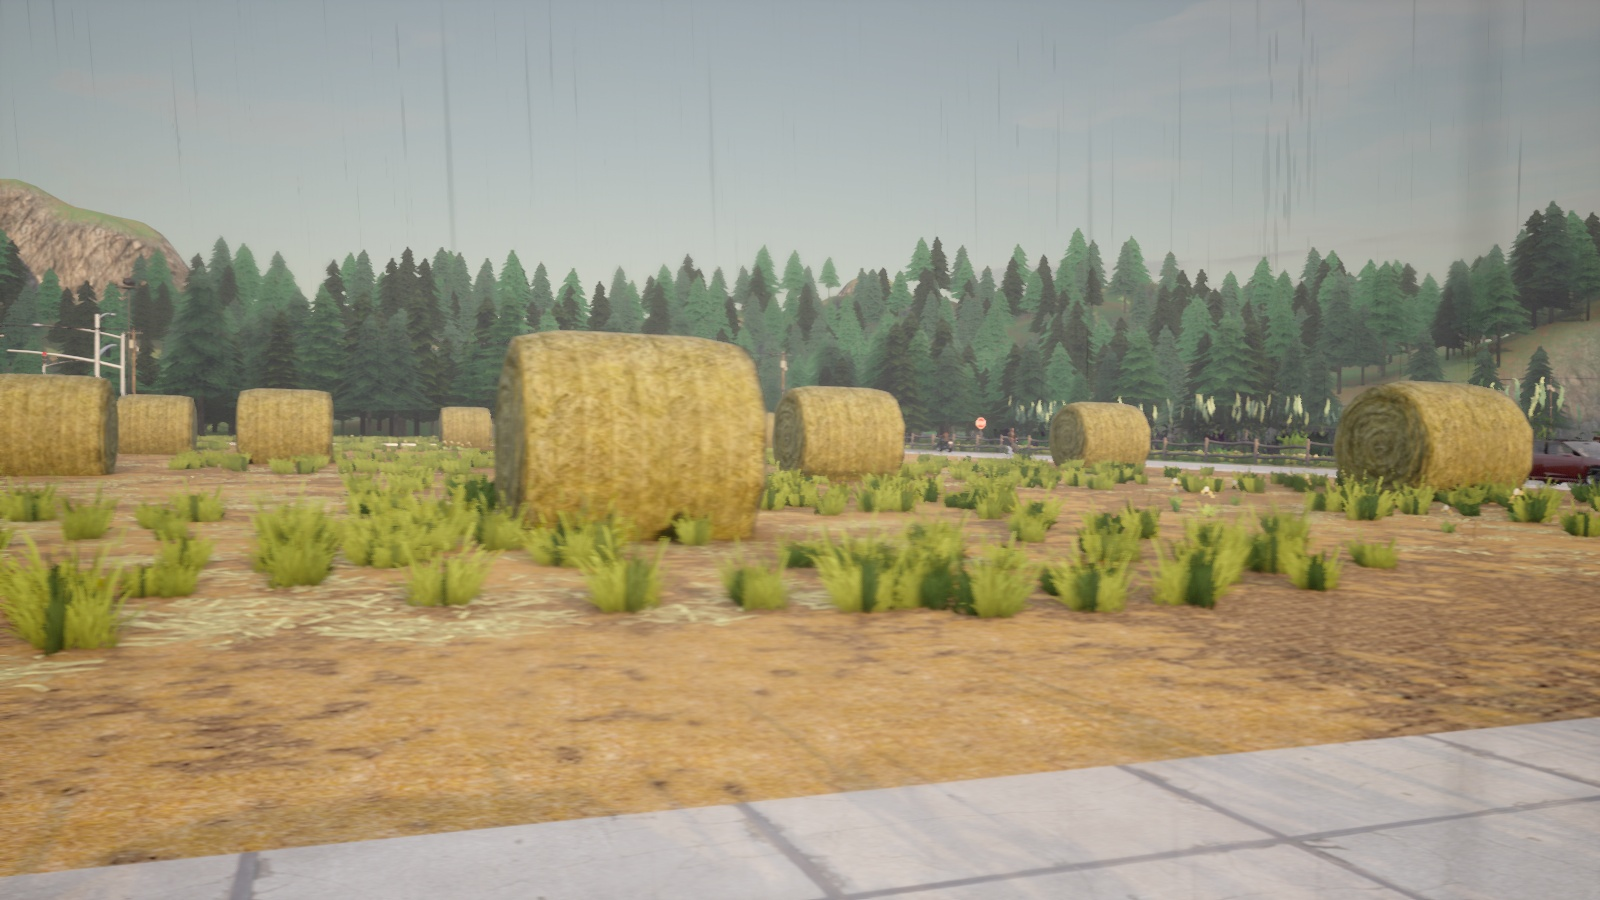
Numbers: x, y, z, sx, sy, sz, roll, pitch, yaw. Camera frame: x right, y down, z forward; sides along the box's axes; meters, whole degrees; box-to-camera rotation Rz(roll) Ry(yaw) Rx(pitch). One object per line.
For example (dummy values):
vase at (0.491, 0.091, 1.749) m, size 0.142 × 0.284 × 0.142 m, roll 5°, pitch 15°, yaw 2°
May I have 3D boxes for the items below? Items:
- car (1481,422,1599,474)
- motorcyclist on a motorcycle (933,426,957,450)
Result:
car at (23.410, -0.095, 37.954) m, size 2.163 × 1.488 × 4.792 m, roll -1°, pitch 1°, yaw -18°
motorcyclist on a motorcycle at (10.359, -0.847, 89.919) m, size 0.766 × 1.649 × 2.350 m, roll -1°, pitch 1°, yaw -18°
